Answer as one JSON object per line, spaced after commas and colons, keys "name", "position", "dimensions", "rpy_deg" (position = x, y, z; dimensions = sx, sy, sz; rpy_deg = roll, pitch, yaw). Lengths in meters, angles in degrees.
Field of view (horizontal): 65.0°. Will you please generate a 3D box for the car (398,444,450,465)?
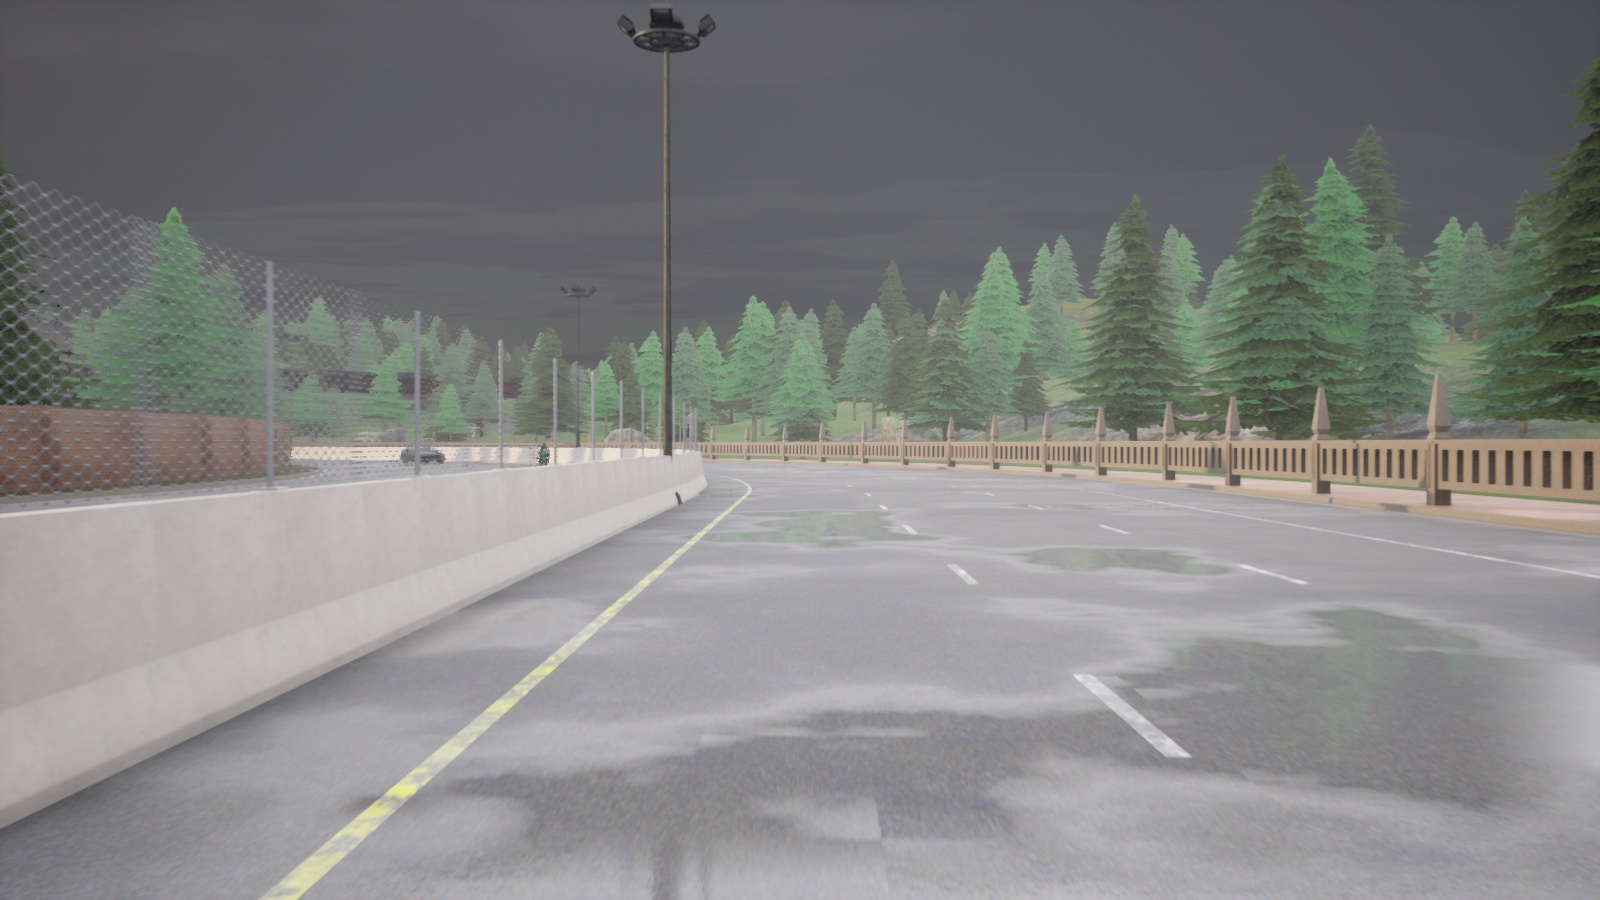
{"name": "car", "position": [-26.619, 0.272, 88.721], "dimensions": [2.033, 1.411, 5.357], "rpy_deg": [0, 0, -34]}
